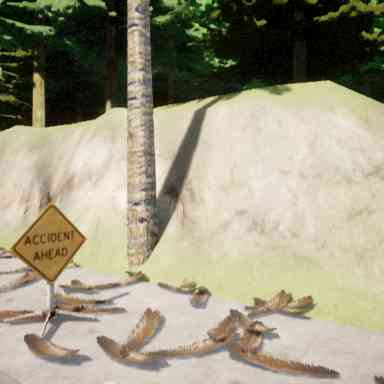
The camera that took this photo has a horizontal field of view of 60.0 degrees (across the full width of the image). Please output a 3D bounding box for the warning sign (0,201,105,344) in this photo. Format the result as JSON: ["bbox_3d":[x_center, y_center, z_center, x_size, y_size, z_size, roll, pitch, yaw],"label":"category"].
[{"bbox_3d":[-2.249,1.101,5.290,1.060,1.860,1.300,0,0,36],"label":"warning sign"}]
